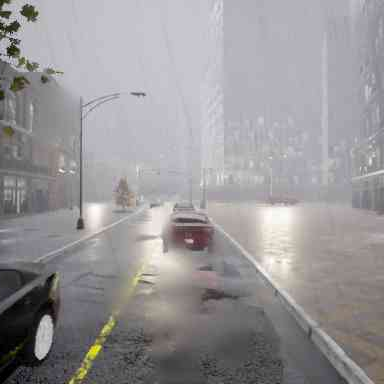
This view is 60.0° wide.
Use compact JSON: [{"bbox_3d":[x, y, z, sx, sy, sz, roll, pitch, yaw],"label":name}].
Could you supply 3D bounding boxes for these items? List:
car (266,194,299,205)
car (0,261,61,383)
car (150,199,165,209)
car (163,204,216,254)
[{"bbox_3d":[13.965,1.201,51.548,5.009,1.841,2.192,0,-1,15],"label":"car"},{"bbox_3d":[-2.885,1.478,2.969,1.882,1.535,5.008,0,0,0],"label":"car"},{"bbox_3d":[-4.661,1.595,45.053,1.994,1.385,4.181,0,0,-5],"label":"car"},{"bbox_3d":[-0.143,1.480,13.516,1.882,1.535,5.008,0,0,-1],"label":"car"}]
